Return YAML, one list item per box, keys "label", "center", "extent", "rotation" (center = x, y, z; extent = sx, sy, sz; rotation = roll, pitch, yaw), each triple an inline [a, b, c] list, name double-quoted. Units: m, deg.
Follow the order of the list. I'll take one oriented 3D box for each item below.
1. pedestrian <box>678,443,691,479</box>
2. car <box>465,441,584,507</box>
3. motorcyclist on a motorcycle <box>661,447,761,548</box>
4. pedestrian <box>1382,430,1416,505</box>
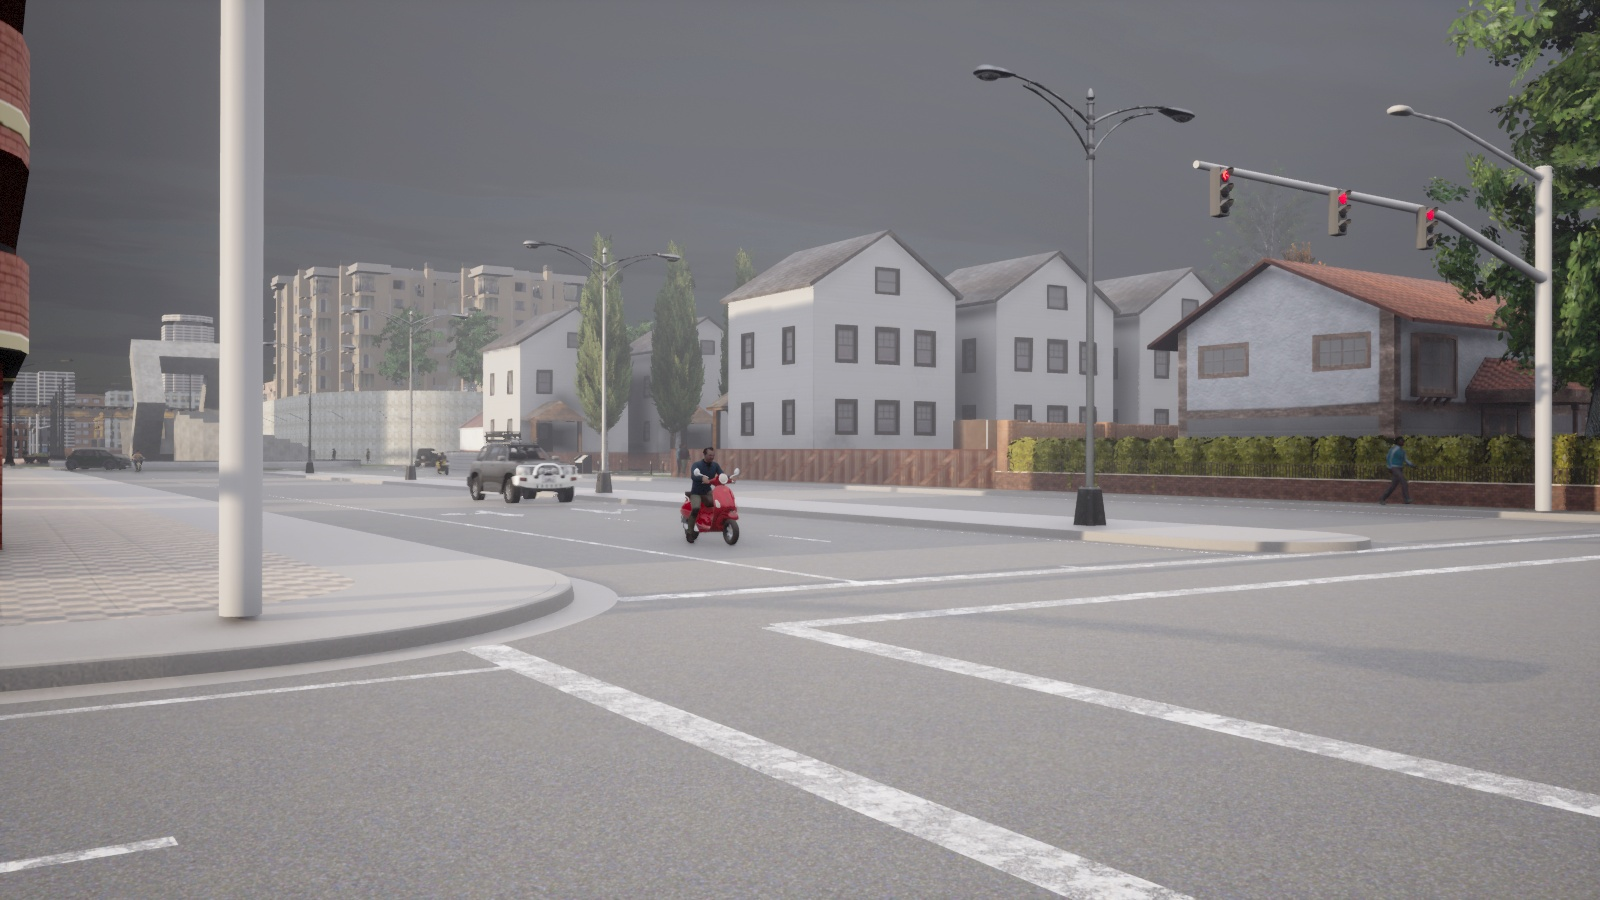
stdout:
- label: "pedestrian"
  center: [-6.072, 0.574, 65.912]
  extent: [0.431, 1.840, 0.703]
  rotation: [0, 0, -26]
- label: "car"
  center: [-8.295, 0.671, 37.485]
  extent: [1.932, 1.855, 4.605]
  rotation: [0, 0, -33]
- label: "motorcyclist on a motorcycle"
  center: [-1.493, 0.752, 20.842]
  extent: [0.866, 1.590, 1.817]
  rotation: [0, 0, -33]
- label: "pedestrian"
  center: [15.636, 0.445, 32.765]
  extent: [0.396, 1.930, 0.692]
  rotation: [0, 0, -32]
